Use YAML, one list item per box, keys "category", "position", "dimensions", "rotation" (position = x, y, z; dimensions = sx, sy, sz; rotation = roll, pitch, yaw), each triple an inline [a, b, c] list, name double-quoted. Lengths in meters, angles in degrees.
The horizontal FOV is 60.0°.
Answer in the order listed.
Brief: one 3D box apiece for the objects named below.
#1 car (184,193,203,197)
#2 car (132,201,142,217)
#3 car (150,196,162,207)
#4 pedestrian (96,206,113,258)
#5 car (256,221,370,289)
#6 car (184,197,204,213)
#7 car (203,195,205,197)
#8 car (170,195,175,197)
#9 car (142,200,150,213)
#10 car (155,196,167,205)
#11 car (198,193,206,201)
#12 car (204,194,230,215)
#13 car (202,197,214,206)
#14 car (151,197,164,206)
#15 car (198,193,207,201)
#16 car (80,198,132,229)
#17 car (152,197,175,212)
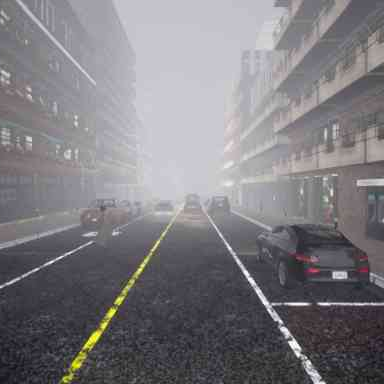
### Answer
- category: "car"
  position: [0.038, 1.216, 47.423]
  dimensions: [2.150, 2.045, 5.566]
  rotation: [0, 0, 0]
- category: "car"
  position: [-5.707, 1.435, 27.624]
  dimensions: [1.967, 1.590, 4.097]
  rotation: [-1, 0, 0]
- category: "car"
  position: [-5.709, 1.520, 50.111]
  dimensions: [1.752, 1.417, 4.829]
  rotation: [-1, 0, 0]
- category: "pedestrian"
  position: [-2.950, 1.293, 11.352]
  dimensions: [0.375, 1.860, 0.375]
  rotation: [-1, 1, -5]
- category: "car"
  position: [2.999, 1.524, 9.049]
  dimensions: [1.812, 1.442, 4.674]
  rotation: [0, 0, 0]
- category: "car"
  position: [0.086, 1.558, 37.417]
  dimensions: [1.994, 1.385, 4.181]
  rotation: [0, 0, 0]
- category: "car"
  position: [2.672, 1.560, 50.249]
  dimensions: [1.947, 1.339, 4.313]
  rotation: [-1, 0, 0]
- category: "car"
  position: [-5.716, 1.547, 95.426]
  dimensions: [1.752, 1.417, 4.829]
  rotation: [-1, 0, 0]
- category: "car"
  position: [-5.706, 1.560, 33.288]
  dimensions: [1.947, 1.339, 4.313]
  rotation: [-1, 0, 0]
- category: "car"
  position: [-5.711, 1.520, 61.439]
  dimensions: [1.752, 1.417, 4.829]
  rotation: [-1, 0, 0]
- category: "car"
  position: [2.662, 1.316, 89.896]
  dimensions: [2.192, 1.841, 5.009]
  rotation: [-1, 0, 0]
- category: "car"
  position: [2.671, 1.309, 33.258]
  dimensions: [2.192, 1.841, 5.009]
  rotation: [-1, 0, 0]
- category: "car"
  position: [2.671, 1.577, 55.914]
  dimensions: [1.802, 1.307, 4.206]
  rotation: [-1, 0, 0]
- category: "car"
  position: [-5.710, 1.520, 55.775]
  dimensions: [1.752, 1.417, 4.829]
  rotation: [-1, 0, 0]
- category: "car"
  position: [2.663, 1.314, 84.233]
  dimensions: [2.192, 1.841, 5.009]
  rotation: [-1, 0, 0]
- category: "car"
  position: [-5.707, 1.310, 21.961]
  dimensions: [2.192, 1.841, 5.009]
  rotation: [-1, 0, 0]
- category: "car"
  position: [-3.106, 1.558, 38.404]
  dimensions: [1.994, 1.385, 4.181]
  rotation: [0, 0, 0]
